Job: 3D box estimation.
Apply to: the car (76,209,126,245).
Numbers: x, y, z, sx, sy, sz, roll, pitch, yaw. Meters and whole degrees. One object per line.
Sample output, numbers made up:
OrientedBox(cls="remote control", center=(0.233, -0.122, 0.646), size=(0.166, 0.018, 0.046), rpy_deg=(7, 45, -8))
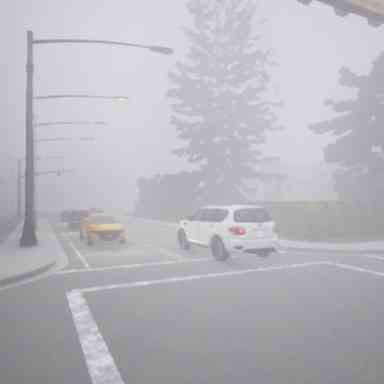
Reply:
OrientedBox(cls="car", center=(-5.102, 1.974, 18.699), size=(1.882, 1.535, 5.008), rpy_deg=(0, -2, -25))

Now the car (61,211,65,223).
OrientedBox(cls="car", center=(-13.154, 2.541, 36.200), size=(1.994, 1.385, 4.181), rpy_deg=(0, -2, -25))

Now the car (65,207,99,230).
OrientedBox(cls="car", center=(-9.019, 2.256, 27.215), size=(1.812, 1.442, 4.674), rpy_deg=(0, -2, -25))

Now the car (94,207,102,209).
OrientedBox(cls="car", center=(-12.635, 2.685, 43.854), size=(1.812, 1.442, 4.674), rpy_deg=(0, -2, -26))

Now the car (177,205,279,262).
OrientedBox(cls="car", center=(1.237, 1.559, 13.934), size=(2.150, 2.045, 5.566), rpy_deg=(0, -2, -25))
